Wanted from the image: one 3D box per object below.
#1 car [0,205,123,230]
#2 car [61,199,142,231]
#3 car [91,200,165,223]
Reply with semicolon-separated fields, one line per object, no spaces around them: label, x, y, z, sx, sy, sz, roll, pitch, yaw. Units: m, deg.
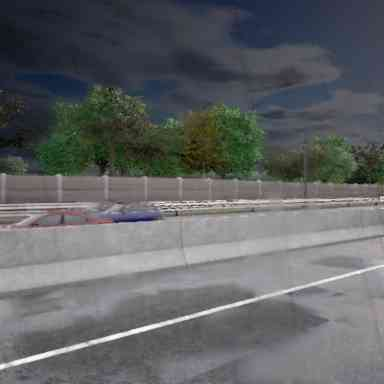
car;-5.519;1.477;12.931;5.008;1.535;1.882;0;0;-36
car;-5.752;1.351;21.365;4.553;1.767;2.097;0;0;-35
car;-3.781;1.351;18.471;4.553;1.767;2.097;0;0;-35
